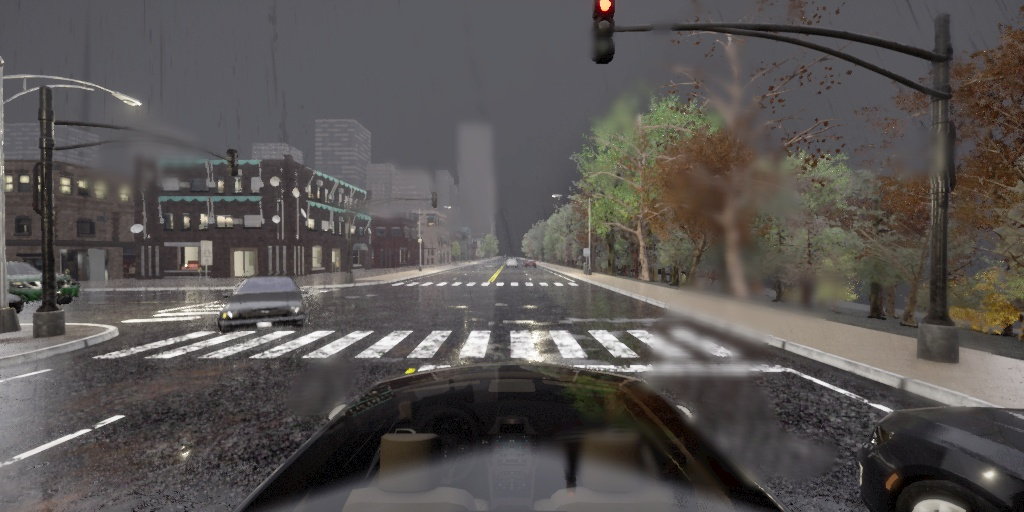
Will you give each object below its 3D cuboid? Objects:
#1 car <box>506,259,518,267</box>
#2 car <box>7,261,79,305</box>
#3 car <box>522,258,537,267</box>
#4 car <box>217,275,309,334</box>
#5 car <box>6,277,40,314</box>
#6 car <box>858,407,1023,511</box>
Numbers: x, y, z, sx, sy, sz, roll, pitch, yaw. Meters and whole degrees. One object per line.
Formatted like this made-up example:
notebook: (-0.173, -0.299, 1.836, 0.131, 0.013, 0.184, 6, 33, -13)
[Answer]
car: (-0.026, 1.252, 63.298, 1.812, 1.442, 4.674, 0, 0, 0)
car: (-22.042, 1.218, 15.169, 5.566, 2.045, 2.150, -1, 1, 0)
car: (3.227, 1.252, 63.334, 1.812, 1.442, 4.674, 0, 0, 0)
car: (-7.466, 1.296, 11.077, 2.033, 1.411, 5.357, 0, 0, -32)
car: (-19.969, 1.565, 12.473, 4.313, 1.339, 1.948, 0, 0, 0)
car: (3.352, 1.255, 0.472, 1.837, 1.490, 4.892, 0, 0, 0)
